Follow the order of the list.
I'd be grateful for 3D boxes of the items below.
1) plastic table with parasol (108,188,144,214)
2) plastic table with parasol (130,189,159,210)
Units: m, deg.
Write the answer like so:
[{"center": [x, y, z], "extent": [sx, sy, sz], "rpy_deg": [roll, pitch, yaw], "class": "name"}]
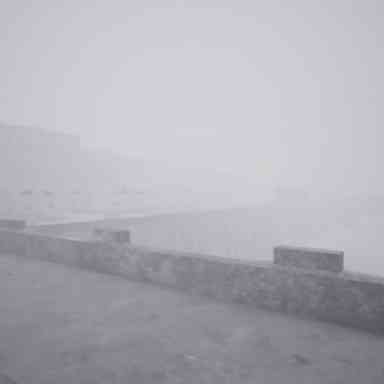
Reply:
[{"center": [-6.625, 0.866, 33.512], "extent": [2.482, 2.480, 2.482], "rpy_deg": [0, 0, 35], "class": "plastic table with parasol"}, {"center": [-5.850, 0.856, 41.199], "extent": [2.482, 2.480, 2.482], "rpy_deg": [0, 0, 35], "class": "plastic table with parasol"}]
